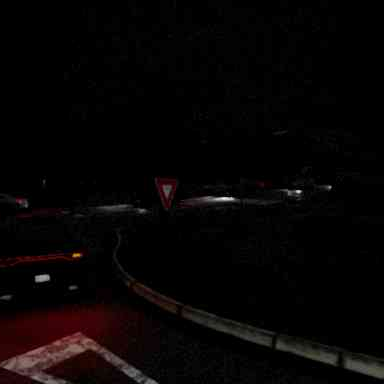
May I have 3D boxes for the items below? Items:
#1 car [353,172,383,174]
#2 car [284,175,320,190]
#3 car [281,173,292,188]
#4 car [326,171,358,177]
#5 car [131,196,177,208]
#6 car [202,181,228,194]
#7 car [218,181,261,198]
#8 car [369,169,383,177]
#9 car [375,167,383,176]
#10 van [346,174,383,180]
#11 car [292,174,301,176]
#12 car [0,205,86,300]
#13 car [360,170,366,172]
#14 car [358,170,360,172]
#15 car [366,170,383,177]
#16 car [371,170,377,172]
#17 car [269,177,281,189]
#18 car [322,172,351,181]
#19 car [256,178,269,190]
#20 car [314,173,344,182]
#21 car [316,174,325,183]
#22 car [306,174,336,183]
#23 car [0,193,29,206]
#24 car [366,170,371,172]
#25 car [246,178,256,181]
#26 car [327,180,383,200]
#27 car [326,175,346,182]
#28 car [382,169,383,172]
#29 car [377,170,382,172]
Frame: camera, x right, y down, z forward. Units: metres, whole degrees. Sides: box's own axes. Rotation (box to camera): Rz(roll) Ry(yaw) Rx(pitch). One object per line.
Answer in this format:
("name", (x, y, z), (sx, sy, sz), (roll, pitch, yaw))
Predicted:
("car", (20.471, -0.802, 35.412), (5.566, 2.045, 2.435), (1, 6, 31))
("car", (15.345, -1.139, 46.358), (4.674, 1.442, 1.812), (-5, 5, -36))
("car", (12.423, -1.562, 51.102), (4.553, 1.767, 2.185), (-1, 4, 29))
("car", (23.701, -2.055, 52.488), (4.553, 1.767, 2.097), (-5, 5, -39))
("car", (-3.285, 0.521, 30.766), (5.008, 1.535, 1.882), (-4, 5, -40))
("car", (3.517, -0.522, 43.417), (4.674, 1.452, 2.002), (-1, 4, 29))
("car", (5.514, -0.169, 38.338), (4.181, 1.385, 1.994), (-5, 5, -40))
("car", (45.622, -4.603, 79.789), (5.366, 1.575, 1.946), (0, 4, 30))
("car", (47.981, -5.029, 81.584), (5.566, 2.045, 2.435), (0, 4, 30))
("van", (18.277, -0.554, 33.463), (4.442, 1.987, 1.878), (1, 5, 31))
("car", (14.623, -1.656, 53.060), (5.008, 1.535, 2.097), (-1, 4, 29))
("car", (-4.039, 1.363, 8.289), (1.882, 1.535, 5.008), (0, 2, -31))
("car", (32.401, -3.392, 68.319), (5.008, 1.535, 2.097), (-1, 4, 30))
("car", (30.175, -3.174, 66.415), (4.892, 1.521, 2.231), (-1, 4, 30))
("car", (43.542, -4.412, 77.809), (5.008, 1.535, 2.097), (0, 4, 30))
("car", (36.855, -3.778, 72.131), (4.674, 1.452, 2.002), (-1, 4, 30))
("car", (10.155, -1.188, 49.215), (4.792, 1.488, 2.163), (-1, 4, 29))
("car", (27.951, -2.958, 64.516), (4.892, 1.521, 2.231), (-1, 4, 29))
("car", (7.977, -1.125, 47.247), (4.553, 1.767, 2.185), (-1, 4, 29))
("car", (25.721, -2.742, 62.621), (5.008, 1.535, 2.097), (-1, 4, 29))
("car", (19.228, -2.095, 56.796), (5.366, 1.575, 1.946), (-1, 4, 29))
("car", (23.530, -2.495, 60.694), (4.792, 1.488, 2.163), (-1, 4, 29))
("car", (-14.901, 0.804, 25.217), (4.674, 1.442, 1.812), (1, 1, -2))
("car", (34.643, -3.731, 70.197), (4.553, 1.767, 2.185), (-1, 4, 30))
("car", (5.765, -0.752, 45.334), (4.792, 1.488, 2.163), (-1, 4, 29))
("car", (15.854, -0.112, 31.661), (5.008, 1.535, 2.097), (1, 5, 31))
("car", (19.409, -0.918, 40.578), (1.882, 1.535, 5.008), (-5, 5, -32))
("car", (41.319, -4.221, 75.907), (5.008, 1.535, 2.097), (0, 4, 30))
("car", (39.100, -4.146, 73.989), (4.553, 1.767, 2.185), (-1, 4, 30))
